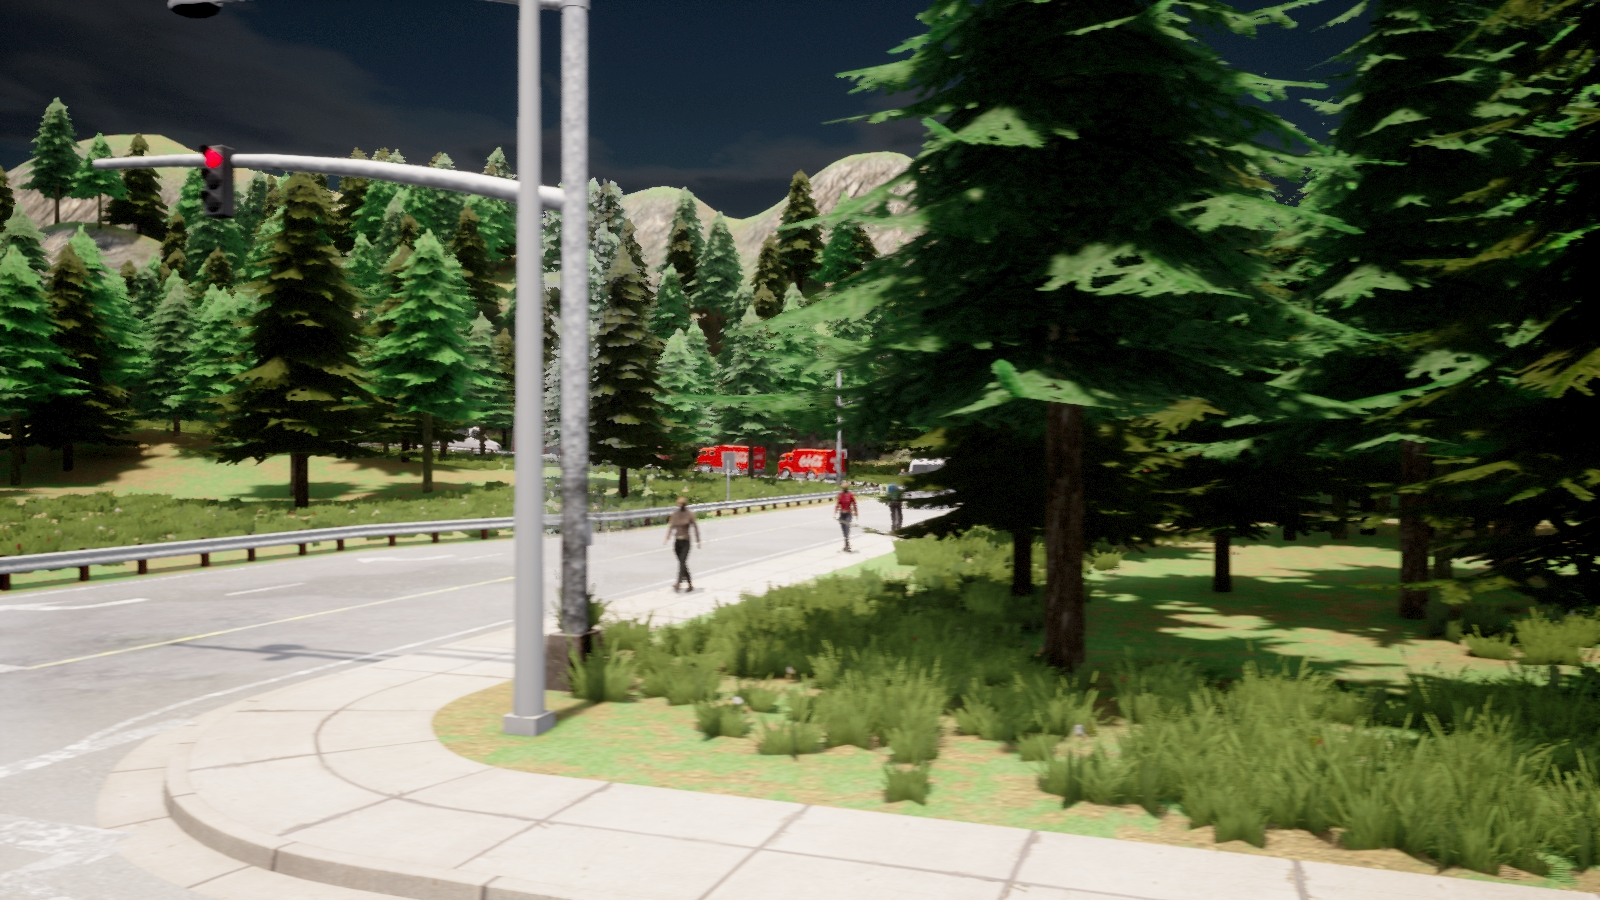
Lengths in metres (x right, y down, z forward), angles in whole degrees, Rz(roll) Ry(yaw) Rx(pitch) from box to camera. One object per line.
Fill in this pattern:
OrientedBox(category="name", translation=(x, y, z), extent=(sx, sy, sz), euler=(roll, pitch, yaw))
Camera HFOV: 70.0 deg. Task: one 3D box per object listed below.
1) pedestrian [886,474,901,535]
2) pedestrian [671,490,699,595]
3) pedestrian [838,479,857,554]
OrientedBox(category="pedestrian", translation=(2.889, 1.668, 35.174), extent=(0.375, 1.860, 0.375), euler=(0, 0, 20))
OrientedBox(category="pedestrian", translation=(-2.088, 1.670, 20.712), extent=(0.375, 1.860, 0.375), euler=(0, 0, 19))
OrientedBox(category="pedestrian", translation=(1.192, 1.668, 28.667), extent=(0.375, 1.860, 0.375), euler=(0, 0, 24))
